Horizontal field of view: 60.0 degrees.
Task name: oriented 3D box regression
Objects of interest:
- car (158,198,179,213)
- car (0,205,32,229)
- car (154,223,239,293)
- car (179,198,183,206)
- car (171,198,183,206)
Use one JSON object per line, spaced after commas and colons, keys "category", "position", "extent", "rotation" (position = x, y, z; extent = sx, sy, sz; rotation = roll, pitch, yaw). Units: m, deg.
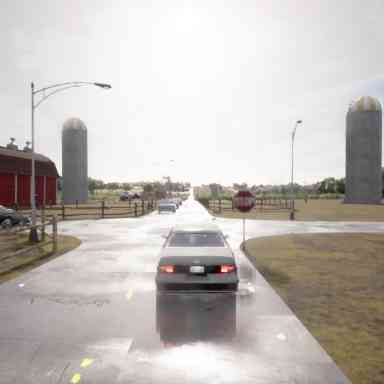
{"category": "car", "position": [-2.845, 1.635, 38.778], "extent": [1.882, 1.535, 5.008], "rotation": [0, 0, 0]}
{"category": "car", "position": [-12.895, 1.571, 21.576], "extent": [4.892, 1.490, 1.837], "rotation": [0, 1, 0]}
{"category": "car", "position": [0.102, 1.554, 8.977], "extent": [2.033, 1.411, 5.357], "rotation": [0, 0, 0]}
{"category": "car", "position": [-2.835, 1.718, 49.219], "extent": [2.128, 1.511, 4.902], "rotation": [0, 0, 0]}
{"category": "car", "position": [-2.792, 1.862, 63.413], "extent": [2.128, 1.511, 4.902], "rotation": [0, -1, 0]}
